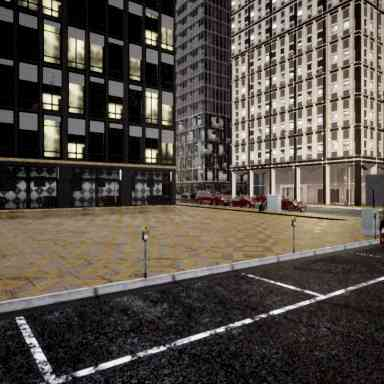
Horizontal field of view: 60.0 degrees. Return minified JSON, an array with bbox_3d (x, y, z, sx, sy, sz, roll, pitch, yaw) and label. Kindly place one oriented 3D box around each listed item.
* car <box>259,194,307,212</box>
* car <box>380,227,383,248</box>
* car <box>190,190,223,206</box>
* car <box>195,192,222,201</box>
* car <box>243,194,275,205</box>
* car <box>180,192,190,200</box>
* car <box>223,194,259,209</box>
[{"bbox_3d":[8.963,1.071,31.926,1.967,1.590,4.097,1,0,-36],"label":"car"},{"bbox_3d":[9.155,1.441,13.094,4.097,1.590,1.967,0,0,-36],"label":"car"},{"bbox_3d":[2.470,0.731,40.985,2.192,1.841,5.009,1,0,-36],"label":"car"},{"bbox_3d":[2.641,0.710,55.122,1.752,1.417,4.829,1,0,-36],"label":"car"},{"bbox_3d":[9.237,0.985,45.919,1.802,1.307,4.206,1,0,-36],"label":"car"},{"bbox_3d":[-0.511,0.647,59.516,1.947,1.339,4.313,1,0,-36],"label":"car"},{"bbox_3d":[5.711,1.105,36.456,1.802,1.307,4.206,1,0,-36],"label":"car"}]
